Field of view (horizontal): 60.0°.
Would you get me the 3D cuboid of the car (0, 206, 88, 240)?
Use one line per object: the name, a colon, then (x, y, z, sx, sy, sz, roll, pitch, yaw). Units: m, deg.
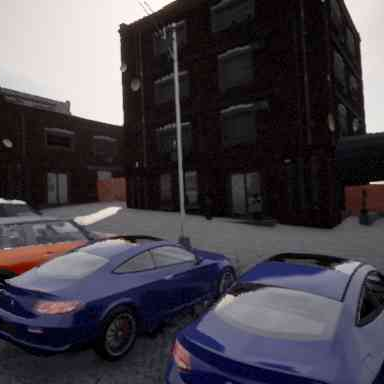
car: (-3.331, 1.319, 7.655, 2.185, 1.767, 4.553, 0, 0, 35)

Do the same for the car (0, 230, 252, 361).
car: (-0.923, 1.500, 5.973, 2.002, 1.452, 4.674, 0, 0, 35)

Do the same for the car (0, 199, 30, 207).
car: (-5.586, 1.179, 9.337, 2.435, 2.045, 5.566, 0, 0, 35)
